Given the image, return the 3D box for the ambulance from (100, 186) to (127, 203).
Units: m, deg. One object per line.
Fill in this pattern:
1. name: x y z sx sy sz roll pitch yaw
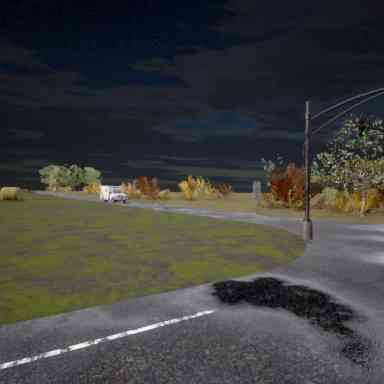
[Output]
1. ambulance: -11.822 0.341 50.096 2.351 2.431 6.366 2 0 -32
